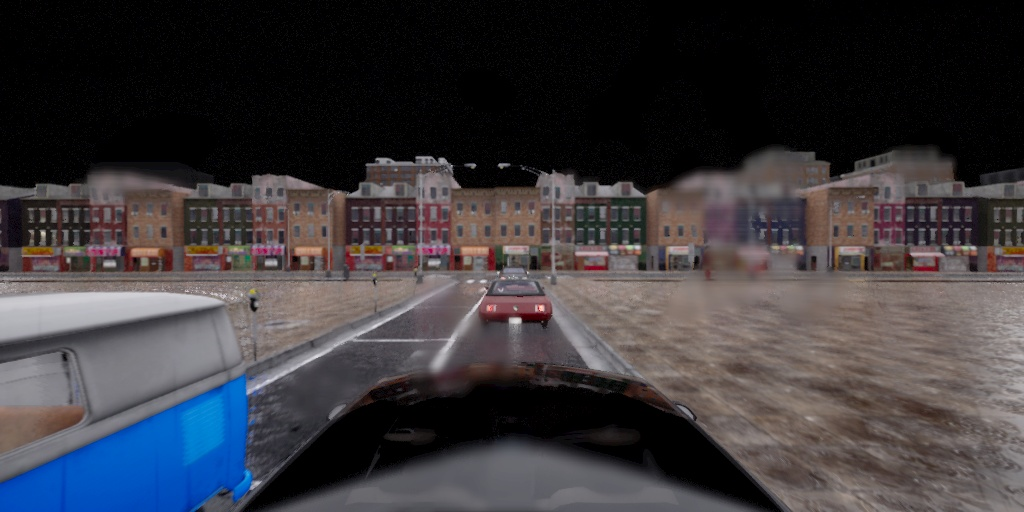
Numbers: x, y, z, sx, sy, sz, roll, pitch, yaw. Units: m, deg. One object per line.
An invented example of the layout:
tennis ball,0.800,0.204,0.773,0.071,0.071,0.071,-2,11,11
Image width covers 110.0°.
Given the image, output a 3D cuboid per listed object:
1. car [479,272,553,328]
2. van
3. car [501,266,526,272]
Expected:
car,0.101,1.349,11.279,1.895,1.301,4.718,0,0,0
van,-2.638,1.091,0.808,1.690,1.789,3.998,0,0,0
car,0.073,1.295,21.941,2.033,1.411,5.357,0,0,-1
